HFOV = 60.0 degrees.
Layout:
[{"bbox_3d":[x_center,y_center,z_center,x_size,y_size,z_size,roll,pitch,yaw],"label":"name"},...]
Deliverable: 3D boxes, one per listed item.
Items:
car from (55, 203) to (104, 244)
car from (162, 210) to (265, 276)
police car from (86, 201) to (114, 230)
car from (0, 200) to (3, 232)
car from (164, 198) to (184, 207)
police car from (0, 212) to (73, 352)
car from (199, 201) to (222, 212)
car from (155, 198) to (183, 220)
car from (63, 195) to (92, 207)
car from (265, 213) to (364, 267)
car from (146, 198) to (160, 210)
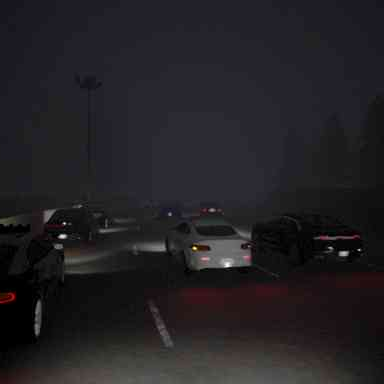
[{"bbox_3d":[-5.479,1.505,15.545,1.837,1.490,4.892,0,0,-9],"label":"car"},{"bbox_3d":[0.353,1.525,10.364,1.812,1.442,4.674,0,0,-13],"label":"car"},{"bbox_3d":[-6.186,1.424,21.362,1.930,1.638,5.238,0,0,-5],"label":"police car"},{"bbox_3d":[-11.548,1.352,16.607,2.097,1.767,4.553,0,0,-7],"label":"car"},{"bbox_3d":[-2.847,1.597,53.092,1.895,1.301,4.718,0,0,14],"label":"car"},{"bbox_3d":[-3.597,1.425,6.262,1.930,1.638,5.238,0,0,-14],"label":"police car"},{"bbox_3d":[1.627,1.545,29.621,2.033,1.411,5.357,0,0,0],"label":"car"},{"bbox_3d":[-1.766,1.523,27.684,1.812,1.442,4.674,0,0,-2],"label":"car"},{"bbox_3d":[-17.460,1.350,50.970,2.097,1.767,4.553,0,0,12],"label":"car"},{"bbox_3d":[3.678,1.490,11.569,2.128,1.511,4.902,0,0,-12],"label":"car"},{"bbox_3d":[-4.638,1.523,43.185,1.812,1.442,4.674,0,0,10],"label":"car"}]
